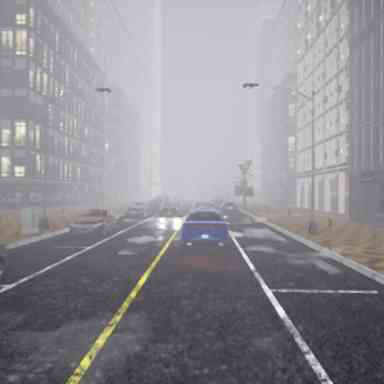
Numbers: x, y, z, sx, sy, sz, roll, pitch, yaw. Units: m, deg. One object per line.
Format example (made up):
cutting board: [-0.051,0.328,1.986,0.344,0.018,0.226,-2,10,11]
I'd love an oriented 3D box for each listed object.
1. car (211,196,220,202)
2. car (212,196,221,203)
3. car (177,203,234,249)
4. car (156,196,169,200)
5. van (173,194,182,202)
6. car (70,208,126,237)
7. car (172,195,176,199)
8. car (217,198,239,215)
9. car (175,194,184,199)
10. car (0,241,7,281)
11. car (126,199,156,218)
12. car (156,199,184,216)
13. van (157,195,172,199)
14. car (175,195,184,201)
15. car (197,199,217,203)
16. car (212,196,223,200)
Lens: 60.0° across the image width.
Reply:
car: [5.217,1.546,74.738,1.752,1.417,4.829,1,0,2]
car: [5.016,1.605,68.879,1.802,1.307,4.206,1,0,2]
car: [0.569,1.485,14.678,1.882,1.535,5.008,0,0,2]
car: [-4.331,1.522,40.736,1.887,1.381,4.507,1,0,2]
van: [-3.161,1.312,74.870,1.690,1.788,3.998,1,0,2]
car: [-5.110,1.556,17.979,1.802,1.307,4.206,1,0,2]
car: [-3.942,1.559,52.114,1.802,1.307,4.206,1,0,2]
car: [3.849,1.593,34.748,1.947,1.339,4.313,1,0,2]
car: [-3.357,1.413,69.180,1.967,1.590,4.097,1,0,2]
car: [-5.499,1.535,6.603,1.947,1.339,4.313,1,0,2]
car: [-4.721,1.527,29.358,2.008,1.369,4.403,1,0,2]
car: [-2.000,1.593,32.233,1.895,1.301,4.718,0,0,2]
van: [-4.135,1.318,46.425,1.690,1.788,3.998,1,0,2]
car: [-2.969,1.535,80.559,1.947,1.339,4.313,1,0,2]
car: [1.154,1.612,31.792,1.895,1.301,4.718,0,0,2]
car: [4.629,1.466,57.501,1.967,1.590,4.097,1,0,2]
